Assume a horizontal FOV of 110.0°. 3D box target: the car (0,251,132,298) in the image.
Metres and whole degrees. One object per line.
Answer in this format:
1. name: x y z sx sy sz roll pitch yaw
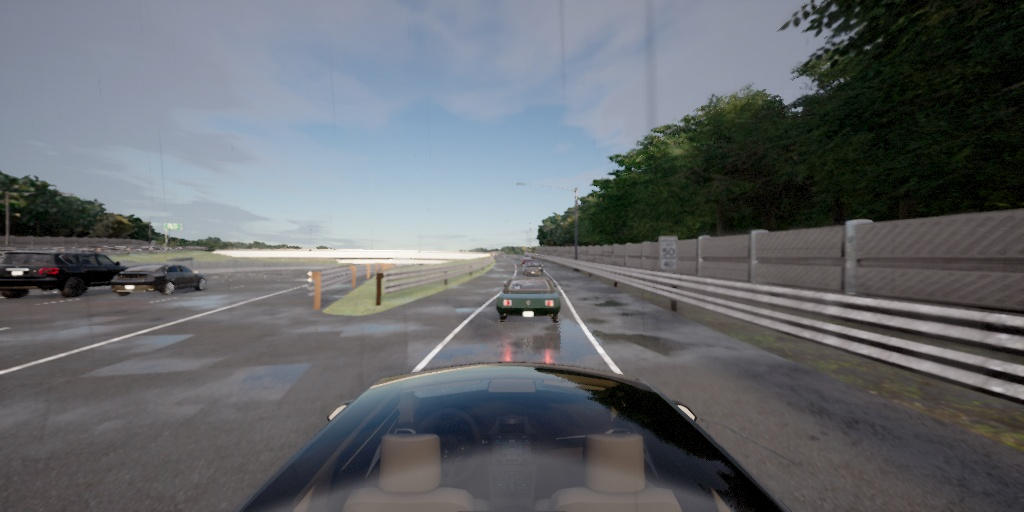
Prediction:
1. car: -20.701 0.806 17.004 2.150 2.045 5.566 1 -1 -17

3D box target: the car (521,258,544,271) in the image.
1. car: 1.984 1.233 34.121 2.128 1.511 4.902 0 1 3

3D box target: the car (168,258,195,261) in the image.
1. car: -40.387 1.340 45.258 1.837 1.490 4.892 1 -2 -17

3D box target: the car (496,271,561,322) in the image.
1. car: 0.615 1.384 12.492 1.895 1.301 4.718 0 0 4

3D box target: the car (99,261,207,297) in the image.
1. car: -17.321 1.132 17.904 1.837 1.490 4.892 1 -1 -17
